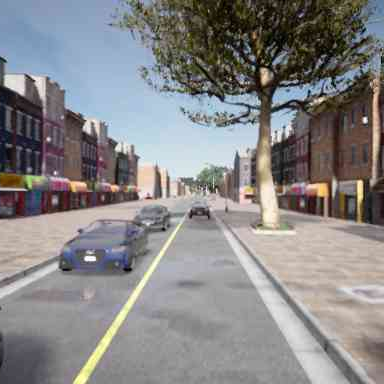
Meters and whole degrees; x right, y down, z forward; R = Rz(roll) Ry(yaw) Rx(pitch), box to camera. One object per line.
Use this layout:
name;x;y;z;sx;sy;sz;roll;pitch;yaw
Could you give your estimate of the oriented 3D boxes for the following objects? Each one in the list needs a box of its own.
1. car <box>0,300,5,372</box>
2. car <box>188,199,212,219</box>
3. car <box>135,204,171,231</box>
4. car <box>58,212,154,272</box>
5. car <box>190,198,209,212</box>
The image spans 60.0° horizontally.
car;-2.871;1.204;0.846;2.150;2.045;5.566;0;0;1
car;0.732;1.616;30.421;1.812;1.442;4.674;0;0;2
car;-2.386;1.547;20.924;1.837;1.490;4.892;0;0;1
car;-2.629;1.576;10.759;1.994;1.385;4.181;0;0;2
car;0.968;1.616;41.884;2.128;1.511;4.902;0;0;2
